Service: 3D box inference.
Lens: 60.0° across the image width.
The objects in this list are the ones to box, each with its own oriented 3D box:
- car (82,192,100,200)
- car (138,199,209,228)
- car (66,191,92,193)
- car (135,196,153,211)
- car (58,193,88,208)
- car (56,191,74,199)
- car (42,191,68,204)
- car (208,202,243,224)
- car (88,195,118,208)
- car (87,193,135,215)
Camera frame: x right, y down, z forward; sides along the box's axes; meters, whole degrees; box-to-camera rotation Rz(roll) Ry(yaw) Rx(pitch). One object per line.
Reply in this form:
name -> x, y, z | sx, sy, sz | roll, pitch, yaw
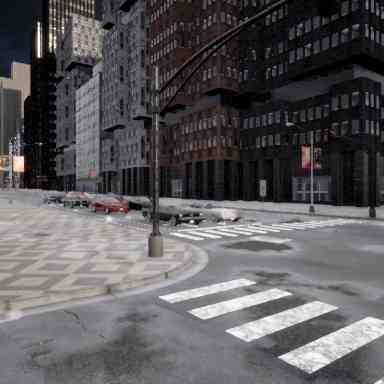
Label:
car -> -18.993, 0.713, 62.542 | 1.895, 1.301, 4.718 | 0, 1, -36
car -> -1.293, 1.377, 20.910 | 1.895, 1.301, 4.718 | 0, 1, -36
car -> -16.506, 0.681, 47.683 | 2.097, 1.767, 4.553 | 0, 1, -36
car -> -4.555, 1.107, 31.011 | 1.882, 1.535, 5.008 | 0, 1, -36
car -> -13.128, 1.088, 37.369 | 1.895, 1.301, 4.718 | 0, 1, -36
car -> -25.005, 0.572, 65.333 | 2.033, 1.411, 5.357 | 0, 1, -36
car -> -19.351, 0.875, 46.078 | 2.033, 1.411, 5.357 | 0, 1, -35
car -> 1.281, 1.371, 22.899 | 1.895, 1.301, 4.718 | 0, 1, -36
car -> -10.547, 1.083, 39.344 | 1.895, 1.301, 4.718 | 0, 1, -36
car -> -7.211, 1.111, 29.135 | 1.882, 1.535, 5.008 | 0, 1, -36
